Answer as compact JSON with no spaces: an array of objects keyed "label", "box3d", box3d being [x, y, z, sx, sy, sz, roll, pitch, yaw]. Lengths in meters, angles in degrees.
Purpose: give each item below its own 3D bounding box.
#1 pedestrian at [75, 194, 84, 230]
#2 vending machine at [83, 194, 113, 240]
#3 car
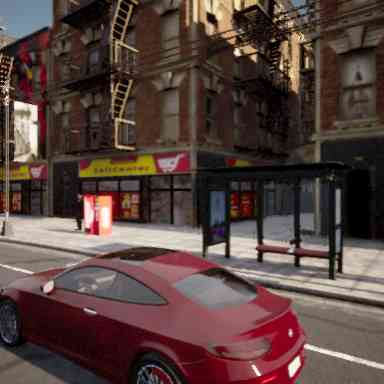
[{"label":"pedestrian","box3d":[-5.764,1.023,16.982,0.375,1.860,0.375,0,0,33]},{"label":"vending machine","box3d":[-4.591,1.175,16.203,0.880,2.100,1.100,0,0,34]},{"label":"car","box3d":[-0.863,1.521,4.609,4.674,1.442,1.812,0,0,35]}]
